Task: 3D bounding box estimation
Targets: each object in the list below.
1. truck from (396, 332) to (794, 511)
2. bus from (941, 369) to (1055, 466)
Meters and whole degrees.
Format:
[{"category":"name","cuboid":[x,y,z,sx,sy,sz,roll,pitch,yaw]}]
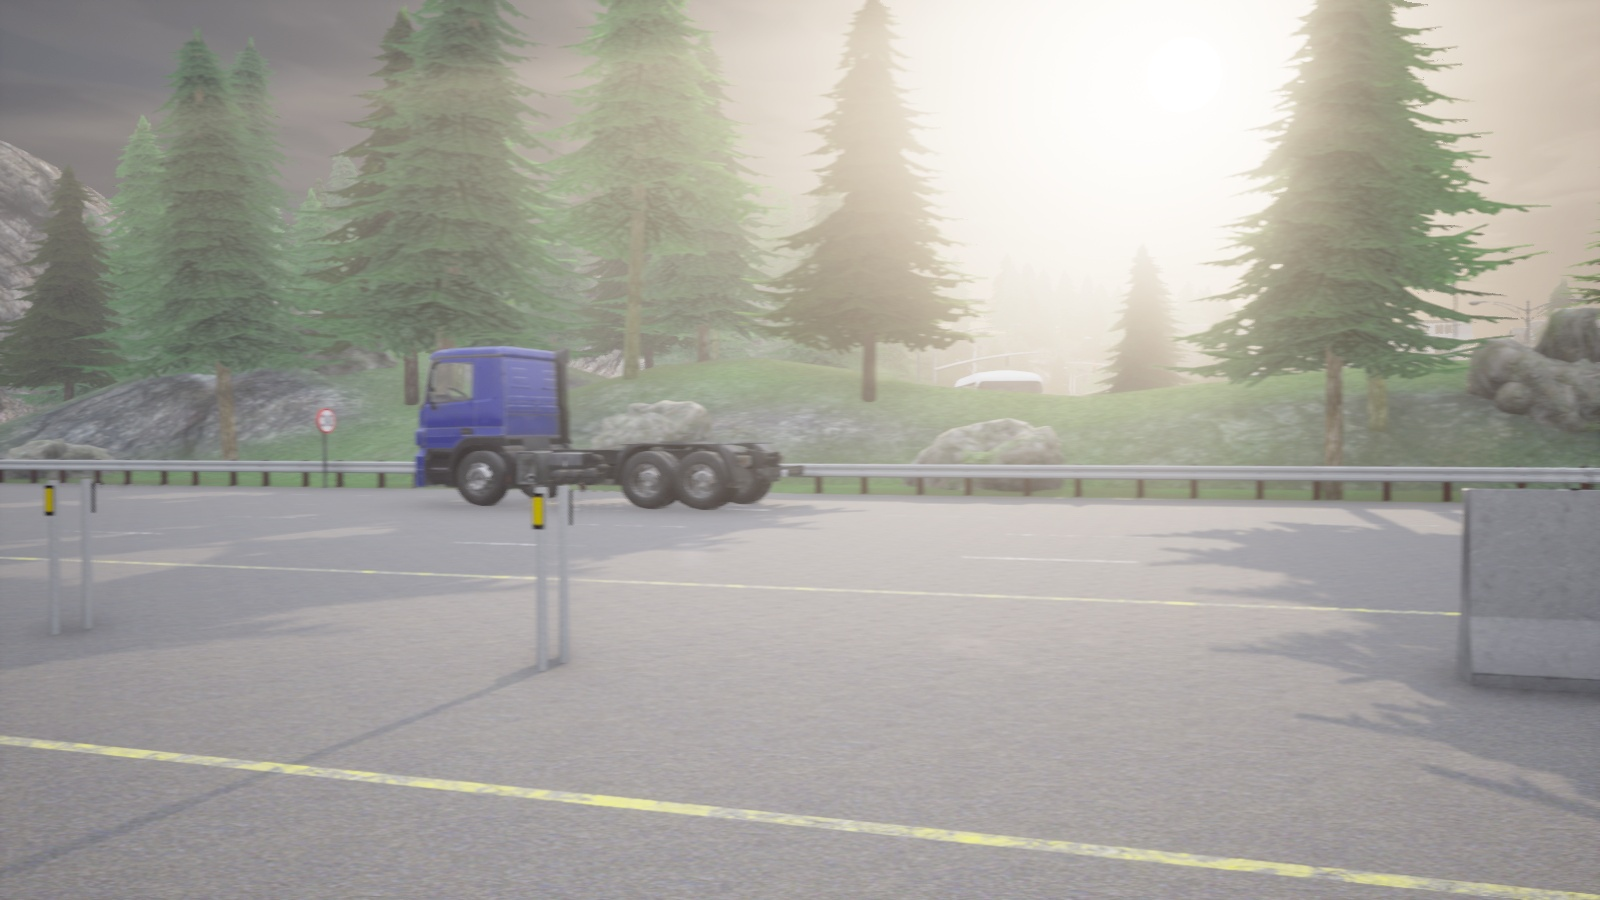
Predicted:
[{"category":"truck","cuboid":[-4.360,-0.602,26.802,7.936,3.462,2.891,1,1,19]},{"category":"bus","cuboid":[9.245,-1.496,60.054,3.944,4.253,10.273,0,1,1]}]
